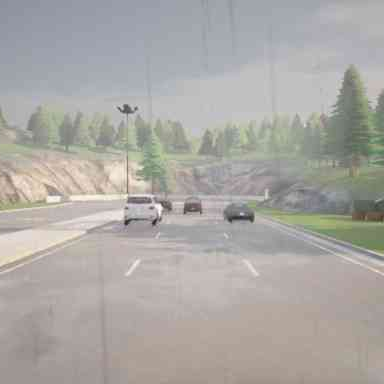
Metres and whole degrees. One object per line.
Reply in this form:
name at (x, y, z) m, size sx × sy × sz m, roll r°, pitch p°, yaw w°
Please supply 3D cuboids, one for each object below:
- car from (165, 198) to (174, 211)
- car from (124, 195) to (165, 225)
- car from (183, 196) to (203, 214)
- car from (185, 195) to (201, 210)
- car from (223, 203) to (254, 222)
car at (-3.374, 1.504, 40.611) m, size 1.837 × 1.490 × 4.892 m, roll 0°, pitch 0°, yaw 1°
car at (-3.400, 1.219, 23.794) m, size 2.150 × 2.045 × 5.566 m, roll 0°, pitch 0°, yaw 0°
car at (0.092, 1.478, 35.127) m, size 1.882 × 1.535 × 5.008 m, roll 0°, pitch 0°, yaw 0°
car at (0.185, 1.352, 44.369) m, size 2.097 × 1.767 × 4.553 m, roll 0°, pitch 0°, yaw 1°
car at (3.600, 1.563, 26.021) m, size 1.994 × 1.385 × 4.181 m, roll 0°, pitch 0°, yaw 0°
